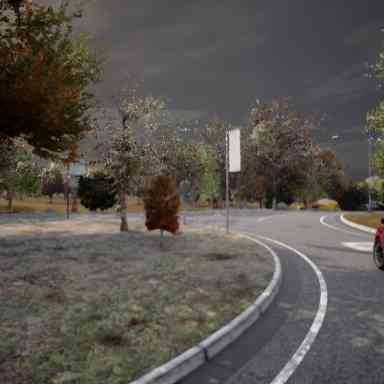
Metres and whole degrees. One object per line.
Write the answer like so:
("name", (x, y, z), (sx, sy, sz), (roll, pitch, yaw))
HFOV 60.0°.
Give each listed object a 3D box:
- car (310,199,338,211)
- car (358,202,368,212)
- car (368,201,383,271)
("car", (16.911, 1.637, 42.538), (5.008, 1.535, 1.882), (2, -2, -43))
("car", (24.884, 2.024, 44.984), (4.902, 1.511, 2.128), (5, -3, -44))
("car", (5.732, 1.174, 7.366), (2.150, 2.045, 5.566), (0, 0, 18))
